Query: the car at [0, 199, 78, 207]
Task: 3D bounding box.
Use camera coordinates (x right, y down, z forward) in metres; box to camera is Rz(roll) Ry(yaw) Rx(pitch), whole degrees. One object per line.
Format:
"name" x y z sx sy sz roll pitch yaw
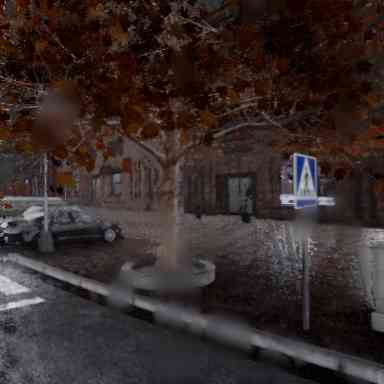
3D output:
"car" -7.266 1.382 16.319 2.185 1.767 4.553 0 0 44

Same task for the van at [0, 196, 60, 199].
"van" -9.339 1.271 18.142 1.878 1.987 4.442 0 0 44

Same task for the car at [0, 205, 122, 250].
"car" -5.325 1.517 14.365 2.231 1.521 4.892 0 0 44
